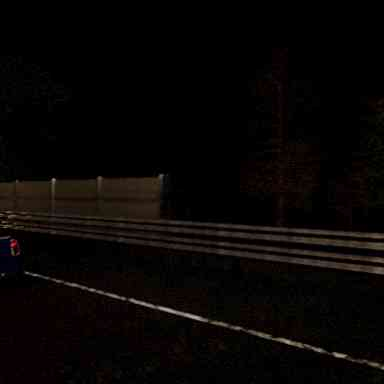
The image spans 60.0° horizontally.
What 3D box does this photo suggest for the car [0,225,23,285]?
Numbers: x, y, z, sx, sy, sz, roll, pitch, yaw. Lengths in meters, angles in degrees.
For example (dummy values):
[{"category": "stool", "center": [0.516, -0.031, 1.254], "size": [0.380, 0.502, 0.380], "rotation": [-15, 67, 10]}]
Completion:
[{"category": "car", "center": [-6.273, 1.363, 8.339], "size": [4.553, 1.767, 2.097], "rotation": [0, 0, 35]}]
